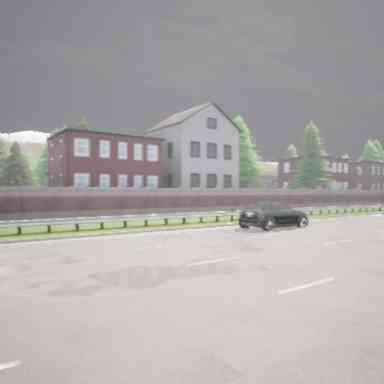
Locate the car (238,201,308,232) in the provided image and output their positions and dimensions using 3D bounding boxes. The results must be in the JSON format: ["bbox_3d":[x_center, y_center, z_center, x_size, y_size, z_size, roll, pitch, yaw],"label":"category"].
[{"bbox_3d":[5.019,1.356,20.221,4.553,1.767,2.097,0,0,-35],"label":"car"}]
